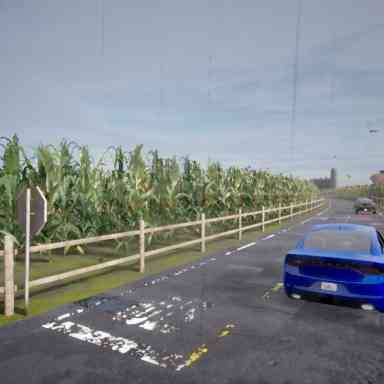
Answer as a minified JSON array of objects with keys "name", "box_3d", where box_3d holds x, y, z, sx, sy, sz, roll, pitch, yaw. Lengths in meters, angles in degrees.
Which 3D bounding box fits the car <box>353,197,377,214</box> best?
[{"name":"car","box_3d":[18.307,1.508,35.154,1.837,1.490,4.892,0,0,27]}]

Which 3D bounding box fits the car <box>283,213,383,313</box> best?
[{"name":"car","box_3d":[3.614,1.479,7.875,1.882,1.535,5.008,0,0,30]}]

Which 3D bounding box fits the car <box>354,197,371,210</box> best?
[{"name":"car","box_3d":[22.673,1.505,44.343,1.837,1.490,4.892,0,0,24]}]
